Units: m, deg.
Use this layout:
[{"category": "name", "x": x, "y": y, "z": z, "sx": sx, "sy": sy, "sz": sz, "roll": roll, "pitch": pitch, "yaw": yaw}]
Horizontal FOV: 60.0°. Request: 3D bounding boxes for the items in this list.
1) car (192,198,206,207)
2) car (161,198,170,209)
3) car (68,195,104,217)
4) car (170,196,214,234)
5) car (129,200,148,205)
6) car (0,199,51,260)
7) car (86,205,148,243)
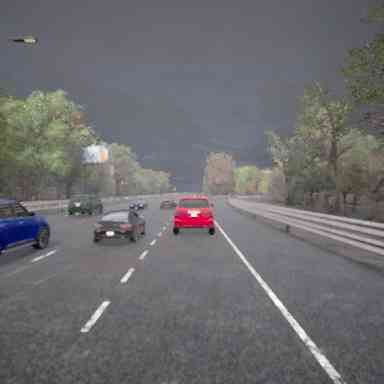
[{"category": "car", "x": 1.130, "y": 1.687, "z": 54.606, "sx": 1.994, "sy": 1.385, "sz": 4.181, "roll": 0, "pitch": 0, "yaw": 5}, {"category": "car", "x": -3.381, "y": 1.614, "z": 47.287, "sx": 1.837, "sy": 1.490, "sz": 4.892, "roll": 0, "pitch": 0, "yaw": 0}, {"category": "car", "x": -10.387, "y": 1.299, "z": 32.871, "sx": 2.150, "sy": 2.045, "sz": 5.566, "roll": 0, "pitch": 0, "yaw": 0}, {"category": "car", "x": 0.106, "y": 1.267, "z": 19.631, "sx": 2.150, "sy": 2.045, "sz": 5.566, "roll": 0, "pitch": 0, "yaw": 0}, {"category": "car", "x": -6.882, "y": 1.701, "z": 43.422, "sx": 1.895, "sy": 1.301, "sz": 4.718, "roll": 0, "pitch": 0, "yaw": 0}, {"category": "car", "x": -6.895, "y": 1.249, "z": 11.329, "sx": 2.150, "sy": 2.045, "sz": 5.566, "roll": 0, "pitch": 0, "yaw": 0}, {"category": "car", "x": -3.393, "y": 1.563, "z": 16.114, "sx": 1.812, "sy": 1.442, "sz": 4.674, "roll": 0, "pitch": 0, "yaw": 0}]
